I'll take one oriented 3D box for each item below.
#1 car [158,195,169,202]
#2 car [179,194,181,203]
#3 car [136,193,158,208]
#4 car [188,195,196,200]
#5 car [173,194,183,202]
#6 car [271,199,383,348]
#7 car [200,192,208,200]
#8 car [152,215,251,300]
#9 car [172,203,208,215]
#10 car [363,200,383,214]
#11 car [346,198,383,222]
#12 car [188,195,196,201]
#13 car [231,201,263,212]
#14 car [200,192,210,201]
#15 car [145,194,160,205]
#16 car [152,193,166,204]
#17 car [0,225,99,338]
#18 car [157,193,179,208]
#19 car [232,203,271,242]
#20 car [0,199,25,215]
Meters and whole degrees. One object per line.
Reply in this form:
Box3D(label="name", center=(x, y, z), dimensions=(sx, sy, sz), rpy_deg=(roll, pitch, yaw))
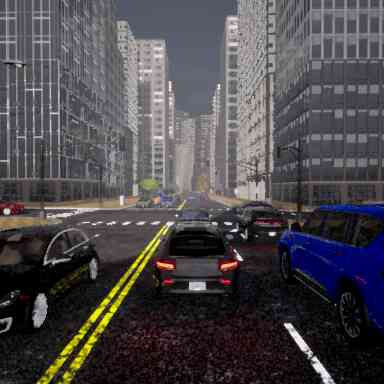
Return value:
Box3D(label="car", center=(-6.554, 1.470, 76.482), dimensions=(2.033, 1.411, 5.357), rpy_deg=(0, 0, 0))
Box3D(label="car", center=(-3.374, 1.503, 57.355), dimensions=(2.033, 1.411, 5.357), rpy_deg=(0, 0, 0))
Box3D(label="car", center=(-6.660, 1.318, 47.835), dimensions=(2.097, 1.767, 4.553), rpy_deg=(0, 0, 1))
Box3D(label="car", center=(-0.063, 1.461, 90.703), dimensions=(1.994, 1.385, 4.181), rpy_deg=(0, 0, 0))
Box3D(label="car", center=(-3.304, 1.284, 77.379), dimensions=(2.097, 1.767, 4.553), rpy_deg=(0, 0, 0))
Box3D(label="car", center=(3.349, 1.218, 6.413), dimensions=(2.150, 2.045, 5.566), rpy_deg=(0, 0, 0))
Box3D(label="car", center=(3.188, 0.967, 89.619), dimensions=(2.150, 2.045, 5.566), rpy_deg=(0, 0, 0))
Box3D(label="car", center=(0.093, 1.522, 8.270), dimensions=(1.812, 1.442, 4.674), rpy_deg=(0, 0, 0))
Box3D(label="car", center=(0.089, 1.538, 17.544), dimensions=(2.033, 1.411, 5.357), rpy_deg=(0, 0, 0))
Box3D(label="car", center=(21.784, 1.643, 36.682), dimensions=(4.829, 1.417, 1.752), rpy_deg=(1, 0, 1))
Box3D(label="car", center=(16.181, 1.519, 28.391), dimensions=(5.009, 1.841, 2.192), rpy_deg=(1, 0, 1))
Box3D(label="car", center=(-0.056, 1.464, 80.807), dimensions=(2.033, 1.411, 5.357), rpy_deg=(0, 0, 0))
Box3D(label="car", center=(6.043, 1.600, 33.456), dimensions=(4.181, 1.385, 1.994), rpy_deg=(0, 1, -13))
Box3D(label="car", center=(3.196, 1.443, 79.589), dimensions=(1.812, 1.442, 4.674), rpy_deg=(0, 0, 0))
Box3D(label="car", center=(-6.624, 1.309, 56.473), dimensions=(2.097, 1.767, 4.553), rpy_deg=(0, 0, 0))
Box3D(label="car", center=(-6.577, 1.166, 66.002), dimensions=(2.150, 2.045, 5.566), rpy_deg=(0, 0, 1))
Box3D(label="car", center=(-3.330, 1.503, 6.802), dimensions=(1.837, 1.490, 4.892), rpy_deg=(0, 0, 0))
Box3D(label="car", center=(-3.378, 1.318, 47.883), dimensions=(2.097, 1.767, 4.553), rpy_deg=(0, 0, 0))
Box3D(label="car", center=(3.339, 1.496, 16.273), dimensions=(1.837, 1.490, 4.892), rpy_deg=(0, 0, 0))
Box3D(label="car", center=(-18.539, 1.330, 31.516), dimensions=(5.008, 1.535, 1.882), rpy_deg=(1, 1, 1))
